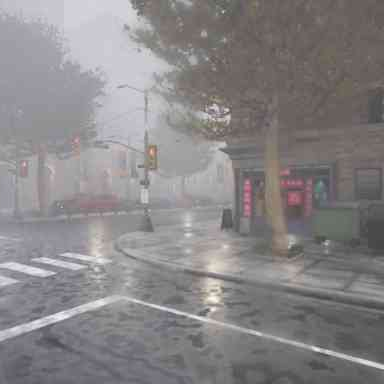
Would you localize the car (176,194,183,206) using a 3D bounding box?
[{"bbox_3d":[-0.907,1.221,55.341,2.150,2.045,5.566,0,0,36],"label":"car"}]

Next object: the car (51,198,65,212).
[{"bbox_3d":[-13.258,1.221,38.265,2.150,2.045,5.566,0,0,36],"label":"car"}]

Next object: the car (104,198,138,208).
[{"bbox_3d":[-10.178,1.595,47.908,1.895,1.301,4.718,0,0,36],"label":"car"}]

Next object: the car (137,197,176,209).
[{"bbox_3d":[-4.671,1.526,44.172,1.812,1.442,4.674,0,0,36],"label":"car"}]

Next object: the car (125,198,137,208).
[{"bbox_3d":[-7.158,1.491,46.705,2.128,1.511,4.902,0,0,36],"label":"car"}]

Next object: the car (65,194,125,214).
[{"bbox_3d":[-10.420,1.221,36.218,2.150,2.045,5.566,0,0,36],"label":"car"}]

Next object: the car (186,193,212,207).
[{"bbox_3d":[1.276,1.352,52.384,2.097,1.767,4.553,0,0,36],"label":"car"}]
